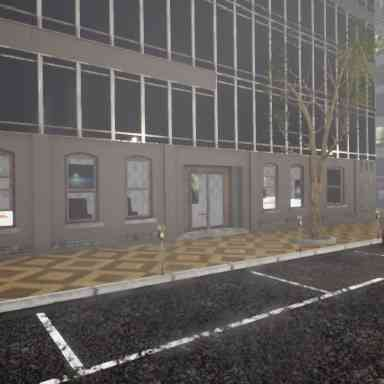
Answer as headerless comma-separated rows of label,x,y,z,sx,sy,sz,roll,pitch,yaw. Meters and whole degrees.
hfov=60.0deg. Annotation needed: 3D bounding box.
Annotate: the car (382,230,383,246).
car,9.329,1.434,13.248,4.097,1.590,1.967,0,-1,-36
